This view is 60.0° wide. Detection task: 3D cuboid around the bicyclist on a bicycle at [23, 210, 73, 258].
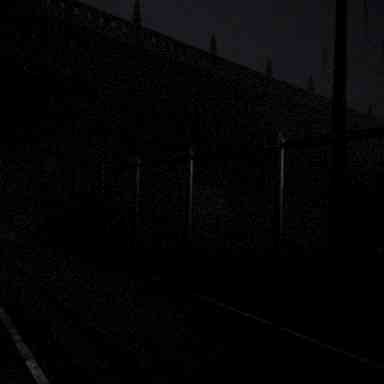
[{"bbox_3d":[-4.954,1.440,11.542,1.656,1.620,0.582,2,-1,-38],"label":"bicyclist on a bicycle"}]
